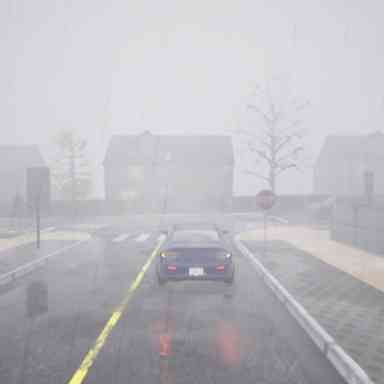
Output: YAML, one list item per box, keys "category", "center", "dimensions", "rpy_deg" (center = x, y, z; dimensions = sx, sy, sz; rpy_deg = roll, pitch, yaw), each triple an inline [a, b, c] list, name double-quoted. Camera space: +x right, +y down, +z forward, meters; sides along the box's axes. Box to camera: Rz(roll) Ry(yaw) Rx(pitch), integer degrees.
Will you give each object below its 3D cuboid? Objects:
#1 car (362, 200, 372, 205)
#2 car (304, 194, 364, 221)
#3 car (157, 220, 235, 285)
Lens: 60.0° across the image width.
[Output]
- category: "car"
  center: [13.787, 1.244, 21.019]
  dimensions: [4.718, 1.301, 1.895]
  rpy_deg: [-1, 1, 2]
- category: "car"
  center: [10.421, 1.034, 23.752]
  dimensions: [4.553, 1.767, 2.097]
  rpy_deg: [-1, 1, -1]
- category: "car"
  center: [0.090, 1.522, 9.352]
  dimensions: [1.812, 1.442, 4.674]
  rpy_deg: [0, 0, 0]
